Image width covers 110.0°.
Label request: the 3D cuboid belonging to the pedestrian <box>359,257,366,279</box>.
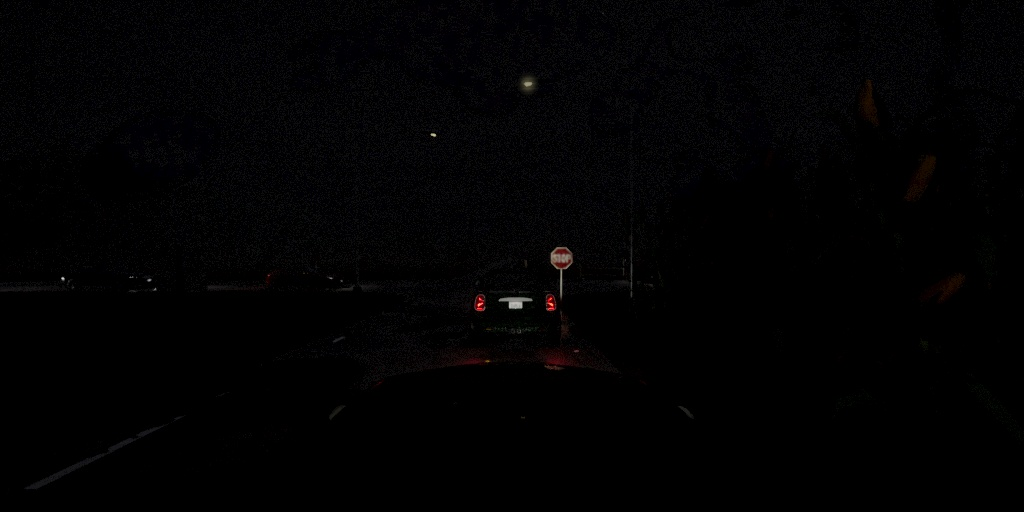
[{"bbox_3d":[-12.252,0.983,29.270,0.375,1.860,0.375,0,2,0],"label":"pedestrian"}]

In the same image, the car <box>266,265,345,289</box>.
[{"bbox_3d":[-13.307,1.335,23.185,4.674,1.442,1.812,0,2,2],"label":"car"}]

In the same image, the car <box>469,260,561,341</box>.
[{"bbox_3d":[0.026,1.098,10.000,2.097,1.767,4.553,0,0,-1],"label":"car"}]

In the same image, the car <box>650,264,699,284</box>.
[{"bbox_3d":[12.631,1.250,26.409,4.674,1.442,1.812,0,2,0],"label":"car"}]

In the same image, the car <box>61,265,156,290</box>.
[{"bbox_3d":[-25.962,1.319,23.215,4.902,1.511,2.128,0,2,0],"label":"car"}]
